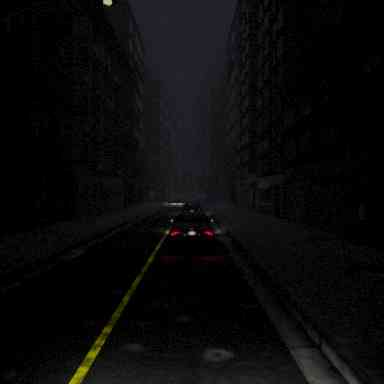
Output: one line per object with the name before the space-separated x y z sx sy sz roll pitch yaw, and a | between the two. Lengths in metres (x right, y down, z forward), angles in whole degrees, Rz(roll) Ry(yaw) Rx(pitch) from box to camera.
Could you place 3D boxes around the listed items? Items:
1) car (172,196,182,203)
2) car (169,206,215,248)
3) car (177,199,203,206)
car | -2.749 1.555 65.651 1.994 1.385 4.181 0 0 0
car | 0.000 1.557 14.651 2.033 1.411 5.357 0 0 0
car | 0.000 1.559 29.651 1.994 1.385 4.181 0 0 0
